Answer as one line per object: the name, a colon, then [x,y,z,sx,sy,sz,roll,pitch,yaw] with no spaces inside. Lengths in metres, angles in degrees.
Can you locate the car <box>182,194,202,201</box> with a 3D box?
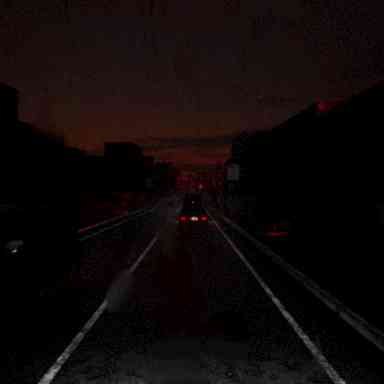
car: [0.028,1.270,40.617,2.150,2.045,5.566,0,0,-1]

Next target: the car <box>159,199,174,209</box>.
car: [-3.566,1.666,47.561,1.895,1.301,4.718,0,0,0]

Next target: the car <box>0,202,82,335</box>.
car: [-3.603,1.239,5.517,2.150,2.045,5.566,0,0,0]

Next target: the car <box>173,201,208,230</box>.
car: [0.084,1.573,21.458,2.033,1.411,5.357,0,0,0]
